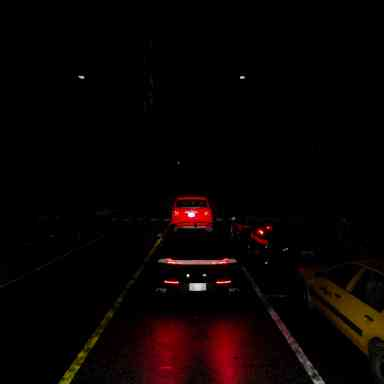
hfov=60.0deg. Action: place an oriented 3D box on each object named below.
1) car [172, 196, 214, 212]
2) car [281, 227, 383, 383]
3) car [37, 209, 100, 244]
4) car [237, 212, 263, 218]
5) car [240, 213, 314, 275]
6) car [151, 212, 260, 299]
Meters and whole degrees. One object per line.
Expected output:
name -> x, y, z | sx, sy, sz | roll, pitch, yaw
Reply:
car -> 0.061, 1.214, 18.749 | 2.150, 2.045, 5.566 | 0, 0, 2
car -> 2.864, 1.524, 4.812 | 1.752, 1.417, 4.829 | -1, 0, 0
car -> -5.685, 1.539, 15.808 | 1.887, 1.381, 4.507 | -1, 0, 0
car -> 2.861, 1.576, 15.814 | 1.802, 1.307, 4.206 | -1, 0, 0
car -> 2.863, 1.562, 10.228 | 1.947, 1.339, 4.313 | -1, 0, 0
car -> 0.096, 1.489, 8.400 | 2.128, 1.511, 4.902 | 0, 0, 0
